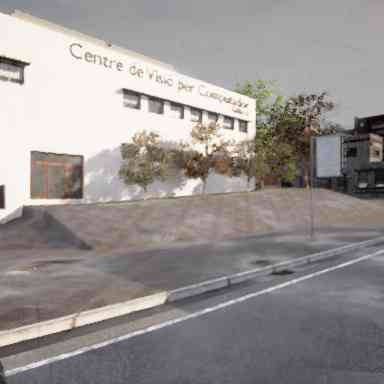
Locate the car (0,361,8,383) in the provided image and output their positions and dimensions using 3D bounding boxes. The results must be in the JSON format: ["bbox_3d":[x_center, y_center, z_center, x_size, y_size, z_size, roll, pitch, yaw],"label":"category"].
[{"bbox_3d":[-3.620,1.557,1.473,4.892,1.490,1.837,0,0,-36],"label":"car"}]
